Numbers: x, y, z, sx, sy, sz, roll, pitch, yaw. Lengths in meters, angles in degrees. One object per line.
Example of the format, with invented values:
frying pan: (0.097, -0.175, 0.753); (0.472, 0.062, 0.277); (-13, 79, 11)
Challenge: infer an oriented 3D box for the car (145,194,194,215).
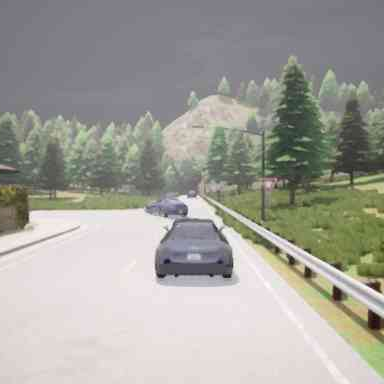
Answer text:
car: (-2.005, 1.171, 25.917); (1.812, 1.442, 4.674); (1, 1, -31)

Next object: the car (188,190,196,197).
car: (0.003, 0.330, 81.843); (1.882, 1.535, 5.008); (0, 1, 0)

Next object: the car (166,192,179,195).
car: (-3.558, 0.850, 54.977); (1.837, 1.490, 4.892); (0, 0, 0)

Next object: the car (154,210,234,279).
car: (0.061, 1.447, 9.706); (1.994, 1.385, 4.181); (0, 1, 0)

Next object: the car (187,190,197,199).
car: (0.003, 0.622, 71.467); (1.882, 1.535, 5.008); (0, 1, 0)
